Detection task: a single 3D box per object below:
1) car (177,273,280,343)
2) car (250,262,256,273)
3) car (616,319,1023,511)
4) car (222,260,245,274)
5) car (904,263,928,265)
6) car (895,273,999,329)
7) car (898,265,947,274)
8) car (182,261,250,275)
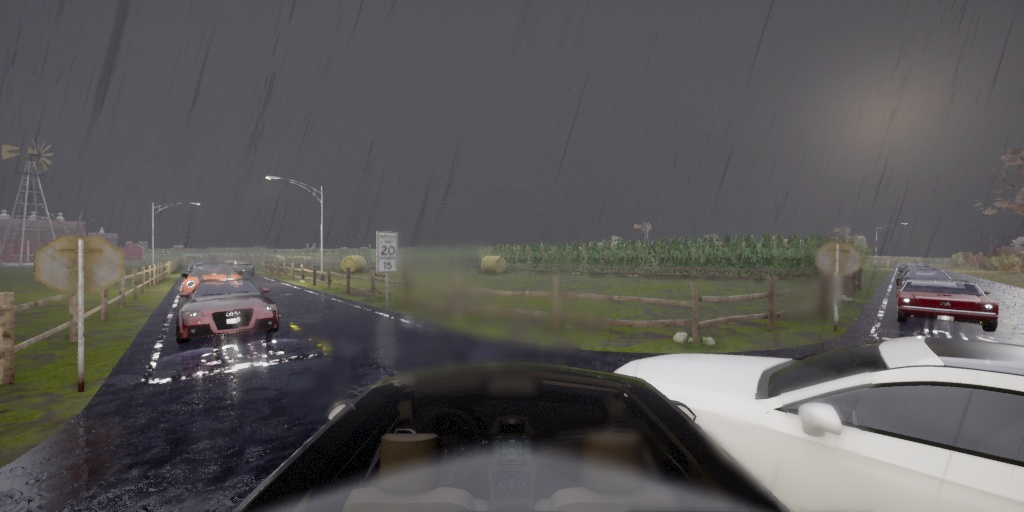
[{"bbox_3d":[-7.914,1.353,9.950,1.994,1.385,4.181,0,0,-42],"label":"car"},{"bbox_3d":[-26.883,1.274,35.716,2.128,1.511,4.902,0,0,-41],"label":"car"},{"bbox_3d":[2.844,1.293,2.333,1.812,1.442,4.674,0,1,-44],"label":"car"},{"bbox_3d":[-33.583,1.293,43.193,1.837,1.490,4.892,0,0,-41],"label":"car"},{"bbox_3d":[27.416,1.391,24.144,4.181,1.385,1.994,0,1,-43],"label":"car"},{"bbox_3d":[13.548,1.393,11.365,4.718,1.301,1.895,0,1,-43],"label":"car"},{"bbox_3d":[20.644,1.355,17.909,5.357,1.411,2.033,0,1,-43],"label":"car"},{"bbox_3d":[-13.672,1.136,16.449,2.097,1.767,4.553,0,0,-42],"label":"car"}]
